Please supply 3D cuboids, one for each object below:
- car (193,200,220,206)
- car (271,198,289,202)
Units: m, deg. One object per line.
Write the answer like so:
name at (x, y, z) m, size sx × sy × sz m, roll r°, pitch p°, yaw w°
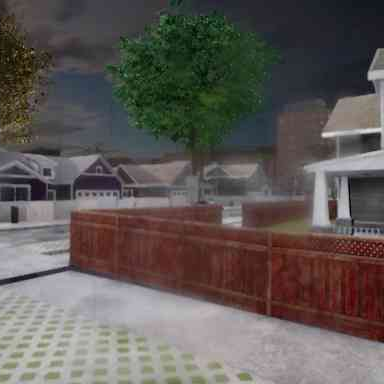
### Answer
car at (1.108, 1.520, 31.674) m, size 1.812 × 1.442 × 4.674 m, roll 0°, pitch 0°, yaw 36°
car at (12.681, 1.577, 47.734) m, size 2.033 × 1.411 × 5.357 m, roll 0°, pitch 0°, yaw 35°
